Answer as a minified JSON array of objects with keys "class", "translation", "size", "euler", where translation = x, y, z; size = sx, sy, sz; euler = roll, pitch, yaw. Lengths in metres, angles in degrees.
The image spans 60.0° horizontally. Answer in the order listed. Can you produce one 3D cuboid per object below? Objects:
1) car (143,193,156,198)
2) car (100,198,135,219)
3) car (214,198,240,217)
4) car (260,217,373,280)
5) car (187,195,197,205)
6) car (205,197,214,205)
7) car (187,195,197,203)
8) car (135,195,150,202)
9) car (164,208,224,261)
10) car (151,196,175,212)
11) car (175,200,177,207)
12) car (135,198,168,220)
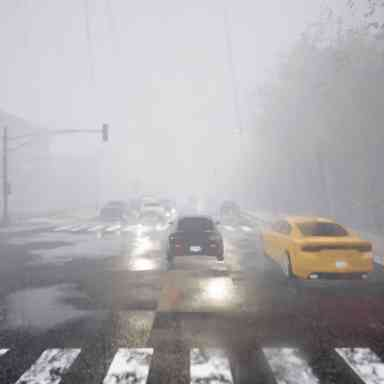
[{"class":"car","translation":[-6.496,1.198,50.040],"size":[2.150,2.045,5.566],"euler":[0,0,0]},{"class":"car","translation":[-6.585,1.465,29.039],"size":[1.882,1.535,5.008],"euler":[0,0,0]},{"class":"car","translation":[3.353,1.491,31.251],"size":[1.837,1.490,4.892],"euler":[0,0,0]},{"class":"car","translation":[3.352,1.475,9.924],"size":[1.882,1.535,5.008],"euler":[0,0,0]},{"class":"car","translation":[0.003,1.572,58.605],"size":[1.895,1.301,4.718],"euler":[0,0,0]},{"class":"car","translation":[3.255,1.520,58.423],"size":[2.033,1.411,5.357],"euler":[0,0,0]},{"class":"car","translation":[0.004,1.388,68.578],"size":[1.882,1.535,5.008],"euler":[0,0,0]},{"class":"car","translation":[-6.567,1.459,39.419],"size":[1.882,1.535,5.008],"euler":[0,0,0]},{"class":"car","translation":[0.102,1.522,12.211],"size":[1.812,1.442,4.674],"euler":[0,0,0]},{"class":"car","translation":[-3.328,1.508,38.411],"size":[1.812,1.442,4.674],"euler":[0,0,1]},{"class":"car","translation":[-3.246,1.578,48.572],"size":[1.895,1.301,4.718],"euler":[0,0,0]},{"class":"car","translation":[-3.335,1.514,28.362],"size":[1.812,1.442,4.674],"euler":[0,0,0]}]
